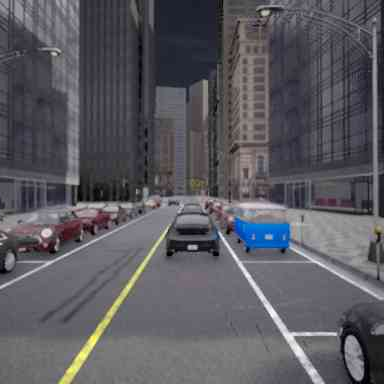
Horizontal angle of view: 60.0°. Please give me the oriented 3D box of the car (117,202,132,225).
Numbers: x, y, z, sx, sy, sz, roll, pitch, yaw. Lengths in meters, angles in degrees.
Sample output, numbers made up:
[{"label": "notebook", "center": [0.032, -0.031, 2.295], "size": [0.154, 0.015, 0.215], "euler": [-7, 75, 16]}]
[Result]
[{"label": "car", "center": [-5.854, 1.612, 24.353], "size": [1.802, 1.307, 4.206], "euler": [1, 0, 0]}]

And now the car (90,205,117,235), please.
[{"label": "car", "center": [-5.852, 1.563, 18.894], "size": [1.887, 1.381, 4.507], "euler": [1, 0, 0]}]

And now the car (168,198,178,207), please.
[{"label": "car", "center": [-3.031, 1.708, 56.019], "size": [2.033, 1.411, 5.357], "euler": [0, 0, 0]}]

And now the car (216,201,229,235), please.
[{"label": "car", "center": [2.674, 1.459, 18.891], "size": [1.967, 1.590, 4.097], "euler": [1, 0, 0]}]

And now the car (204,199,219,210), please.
[{"label": "car", "center": [2.666, 1.656, 46.189], "size": [1.887, 1.381, 4.507], "euler": [0, 0, 0]}]

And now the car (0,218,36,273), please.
[{"label": "car", "center": [-5.849, 1.554, 7.976], "size": [2.008, 1.369, 4.403], "euler": [1, 0, 0]}]

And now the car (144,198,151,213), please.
[{"label": "car", "center": [-5.857, 1.630, 35.272], "size": [1.947, 1.339, 4.313], "euler": [1, 0, 0]}]

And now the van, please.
[{"label": "van", "center": [2.676, 1.351, 13.432], "size": [1.690, 1.788, 3.998], "euler": [1, 0, 0]}]

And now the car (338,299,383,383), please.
[{"label": "car", "center": [2.677, 1.552, 2.511], "size": [2.008, 1.369, 4.403], "euler": [1, 0, 0]}]

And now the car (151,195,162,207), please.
[{"label": "car", "center": [-5.858, 1.453, 51.651], "size": [2.192, 1.841, 5.009], "euler": [0, 0, 0]}]

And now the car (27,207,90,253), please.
[{"label": "car", "center": [-5.849, 1.449, 13.435], "size": [1.967, 1.590, 4.097], "euler": [1, 0, 0]}]

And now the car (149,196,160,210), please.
[{"label": "car", "center": [-5.859, 1.635, 46.020], "size": [1.752, 1.417, 4.829], "euler": [0, 0, 0]}]

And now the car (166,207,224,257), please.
[{"label": "car", "center": [0.040, 1.513, 12.862], "size": [1.837, 1.490, 4.892], "euler": [0, 0, 0]}]

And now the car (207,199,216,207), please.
[{"label": "car", "center": [2.668, 1.646, 35.270], "size": [1.802, 1.307, 4.206], "euler": [0, 0, 0]}]

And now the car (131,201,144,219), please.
[{"label": "car", "center": [-5.855, 1.596, 29.813], "size": [2.008, 1.369, 4.403], "euler": [1, 0, 0]}]

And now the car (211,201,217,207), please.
[{"label": "car", "center": [2.671, 1.575, 24.350], "size": [1.887, 1.381, 4.507], "euler": [1, 0, 0]}]

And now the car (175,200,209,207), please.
[{"label": "car", "center": [0.023, 1.582, 25.900], "size": [2.033, 1.411, 5.357], "euler": [0, 0, 0]}]
